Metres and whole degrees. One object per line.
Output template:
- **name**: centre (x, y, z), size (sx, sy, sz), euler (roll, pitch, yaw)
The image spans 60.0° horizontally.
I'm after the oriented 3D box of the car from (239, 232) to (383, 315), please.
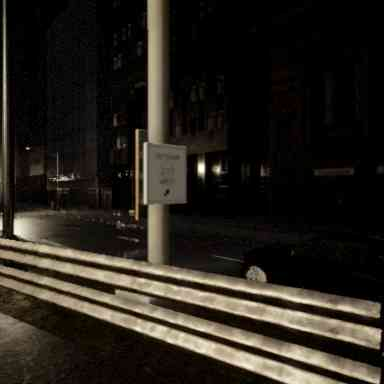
- **car**: centre (3.249, 1.609, 7.160), size (1.882, 1.535, 5.008), euler (0, 0, -41)
